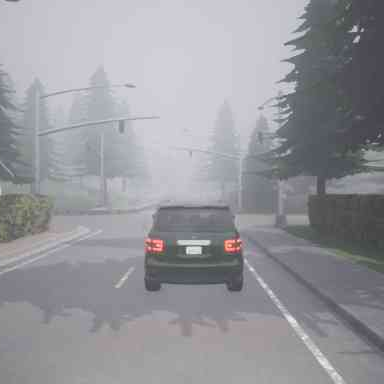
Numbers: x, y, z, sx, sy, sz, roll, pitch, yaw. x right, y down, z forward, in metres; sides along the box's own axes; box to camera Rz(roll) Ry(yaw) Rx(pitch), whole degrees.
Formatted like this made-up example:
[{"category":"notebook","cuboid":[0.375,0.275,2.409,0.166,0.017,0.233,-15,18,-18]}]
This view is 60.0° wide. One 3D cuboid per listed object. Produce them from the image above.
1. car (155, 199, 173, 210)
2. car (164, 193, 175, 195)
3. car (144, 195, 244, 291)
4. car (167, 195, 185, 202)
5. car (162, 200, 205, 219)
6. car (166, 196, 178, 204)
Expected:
[{"category":"car","cuboid":[-3.650,1.601,43.949,1.895,1.301,4.718,0,0,0]},{"category":"car","cuboid":[-3.654,1.221,53.858,2.150,2.045,5.566,0,0,-1]},{"category":"car","cuboid":[0.052,1.221,9.118,2.150,2.045,5.566,0,0,0]},{"category":"car","cuboid":[-3.631,1.524,74.067,1.812,1.442,4.674,0,0,-35]},{"category":"car","cuboid":[-0.652,1.515,30.447,1.812,1.442,4.674,1,1,29]},{"category":"car","cuboid":[-3.956,1.505,64.287,1.837,1.490,4.892,0,0,-8]}]
